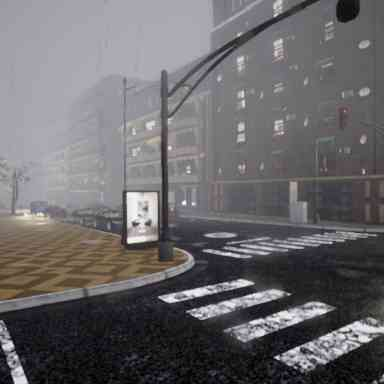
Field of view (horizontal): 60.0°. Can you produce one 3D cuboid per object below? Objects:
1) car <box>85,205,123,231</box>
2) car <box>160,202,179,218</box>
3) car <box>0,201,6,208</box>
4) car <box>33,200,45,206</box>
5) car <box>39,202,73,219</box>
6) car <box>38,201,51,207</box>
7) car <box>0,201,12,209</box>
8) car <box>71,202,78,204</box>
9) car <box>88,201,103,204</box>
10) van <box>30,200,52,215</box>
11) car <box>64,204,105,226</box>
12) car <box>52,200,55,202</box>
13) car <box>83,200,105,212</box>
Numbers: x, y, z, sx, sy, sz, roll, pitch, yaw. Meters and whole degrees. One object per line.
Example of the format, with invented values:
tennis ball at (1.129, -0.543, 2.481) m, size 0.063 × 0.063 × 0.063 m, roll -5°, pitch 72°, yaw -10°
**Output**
car at (-5.534, 1.883, 23.133) m, size 2.008 × 1.369 × 4.403 m, roll -2°, pitch 0°, yaw -36°
car at (-3.110, 1.814, 34.520) m, size 1.967 × 1.590 × 4.097 m, roll -2°, pitch 0°, yaw -36°
car at (-44.587, 2.857, 77.366) m, size 1.887 × 1.381 × 4.507 m, roll -2°, pitch 0°, yaw -36°
car at (-37.796, 2.787, 82.276) m, size 1.887 × 1.381 × 4.507 m, roll -2°, pitch 0°, yaw -36°
car at (-14.871, 2.110, 36.124) m, size 1.887 × 1.381 × 4.507 m, roll -2°, pitch 0°, yaw -36°
car at (-34.533, 2.726, 77.763) m, size 1.947 × 1.339 × 4.313 m, roll -2°, pitch 0°, yaw -36°
car at (-38.061, 2.698, 68.340) m, size 2.008 × 1.369 × 4.403 m, roll -2°, pitch 0°, yaw -36°
car at (-21.480, 2.414, 59.711) m, size 1.802 × 1.307 × 4.206 m, roll -2°, pitch 0°, yaw -36°
car at (-11.801, 2.122, 41.920) m, size 1.994 × 1.385 × 4.181 m, roll -1°, pitch 0°, yaw -36°
van at (-19.788, 2.030, 43.013) m, size 1.690 × 1.788 × 3.998 m, roll -2°, pitch 0°, yaw -36°
car at (-8.797, 1.964, 27.646) m, size 2.008 × 1.369 × 4.403 m, roll -2°, pitch 0°, yaw -36°
car at (-31.273, 2.518, 73.250) m, size 1.967 × 1.590 × 4.097 m, roll -2°, pitch 0°, yaw -36°
car at (-14.954, 2.109, 50.687) m, size 1.967 × 1.590 × 4.097 m, roll -2°, pitch 0°, yaw -36°
